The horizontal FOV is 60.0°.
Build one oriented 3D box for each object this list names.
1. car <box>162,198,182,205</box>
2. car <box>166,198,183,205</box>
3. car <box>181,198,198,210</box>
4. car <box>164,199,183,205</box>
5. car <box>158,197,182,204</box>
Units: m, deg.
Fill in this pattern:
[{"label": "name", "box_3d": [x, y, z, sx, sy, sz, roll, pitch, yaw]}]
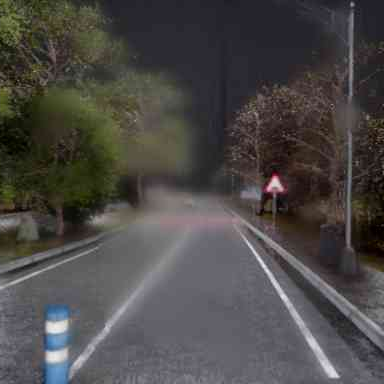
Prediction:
[{"label": "car", "box_3d": [-5.221, 2.517, 87.771, 4.892, 1.521, 2.231, 1, -2, 3]}, {"label": "car", "box_3d": [-4.935, 2.602, 93.314, 4.553, 1.767, 2.185, 1, -2, 3]}, {"label": "car", "box_3d": [-0.166, 1.985, 52.301, 1.812, 1.442, 4.674, 1, -1, 4]}, {"label": "car", "box_3d": [-5.067, 2.618, 90.537, 5.008, 1.535, 2.097, 1, -2, 3]}, {"label": "car", "box_3d": [-5.185, 2.422, 84.998, 5.366, 1.575, 1.946, 1, -2, 3]}]
